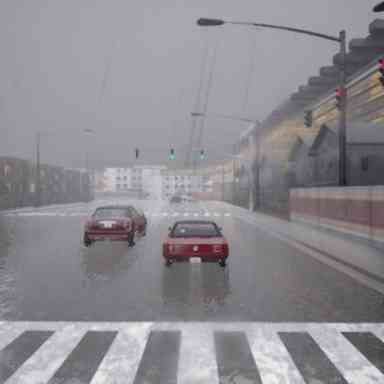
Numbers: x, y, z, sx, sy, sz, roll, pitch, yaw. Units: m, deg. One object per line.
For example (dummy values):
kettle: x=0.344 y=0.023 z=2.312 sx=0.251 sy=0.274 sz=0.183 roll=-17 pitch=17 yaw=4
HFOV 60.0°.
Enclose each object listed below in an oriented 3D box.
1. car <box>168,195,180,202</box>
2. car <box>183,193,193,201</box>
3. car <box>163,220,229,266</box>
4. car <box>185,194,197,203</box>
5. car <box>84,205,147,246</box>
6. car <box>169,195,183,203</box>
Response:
car: x=-4.369 y=1.620 z=81.980 sx=1.837 sy=1.490 sz=4.892 roll=0 pitch=0 yaw=-17
car: x=-1.233 y=1.213 z=83.859 sx=2.150 sy=2.045 sz=5.566 roll=0 pitch=0 yaw=-17
car: x=0.107 y=1.618 z=11.521 sx=1.895 sy=1.301 sz=4.718 roll=0 pitch=0 yaw=0
car: x=0.021 y=1.700 z=73.933 sx=1.895 sy=1.301 sz=4.718 roll=0 pitch=0 yaw=-3
car: x=-3.390 y=1.375 z=15.539 sx=2.097 sy=1.767 sz=4.553 roll=0 pitch=0 yaw=0
car: x=-3.458 y=1.583 z=71.712 sx=1.882 sy=1.535 sz=5.008 roll=0 pitch=0 yaw=-3
